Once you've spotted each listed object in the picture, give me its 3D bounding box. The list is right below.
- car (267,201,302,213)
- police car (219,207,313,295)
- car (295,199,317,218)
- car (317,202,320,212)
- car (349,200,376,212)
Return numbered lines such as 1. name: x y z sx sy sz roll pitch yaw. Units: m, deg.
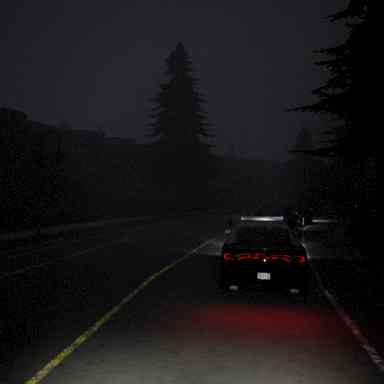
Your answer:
1. car: 4.568 1.478 17.895 1.882 1.535 5.008 0 0 23
2. police car: 1.881 1.425 8.988 1.930 1.638 5.238 0 0 11
3. car: 7.053 1.506 22.973 1.837 1.490 4.892 0 0 30
4. car: 12.079 1.491 36.154 4.902 1.511 2.128 0 0 -44
5. car: 20.222 1.564 38.705 4.181 1.385 1.994 0 0 -34
